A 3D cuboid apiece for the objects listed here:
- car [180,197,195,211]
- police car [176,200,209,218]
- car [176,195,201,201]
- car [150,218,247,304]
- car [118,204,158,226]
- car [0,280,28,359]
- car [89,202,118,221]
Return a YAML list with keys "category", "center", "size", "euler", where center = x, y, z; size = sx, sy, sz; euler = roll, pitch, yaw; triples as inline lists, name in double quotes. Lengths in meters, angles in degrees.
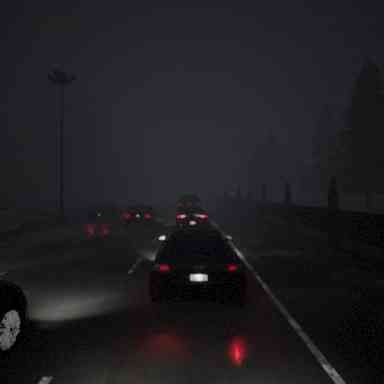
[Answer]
- category: "car"
  center: [-0.588, 1.534, 43.561]
  size: [1.801, 1.575, 5.366]
  euler: [0, 0, -1]
- category: "police car"
  center: [-0.005, 1.545, 20.916]
  size: [2.038, 1.542, 4.974]
  euler: [0, 0, -1]
- category: "car"
  center: [-0.291, 1.278, 31.863]
  size: [2.150, 2.045, 5.566]
  euler: [0, 0, -1]
- category: "car"
  center: [0.105, 1.579, 8.248]
  size: [1.994, 1.385, 4.181]
  euler: [0, 0, -1]
- category: "car"
  center: [-3.551, 1.590, 23.762]
  size: [2.033, 1.411, 5.357]
  euler: [0, 0, -2]
- category: "car"
  center: [-3.401, 1.509, 3.109]
  size: [1.837, 1.490, 4.892]
  euler: [0, -1, 0]
- category: "car"
  center: [-7.178, 1.541, 27.954]
  size: [2.128, 1.511, 4.902]
  euler: [0, 0, -2]
